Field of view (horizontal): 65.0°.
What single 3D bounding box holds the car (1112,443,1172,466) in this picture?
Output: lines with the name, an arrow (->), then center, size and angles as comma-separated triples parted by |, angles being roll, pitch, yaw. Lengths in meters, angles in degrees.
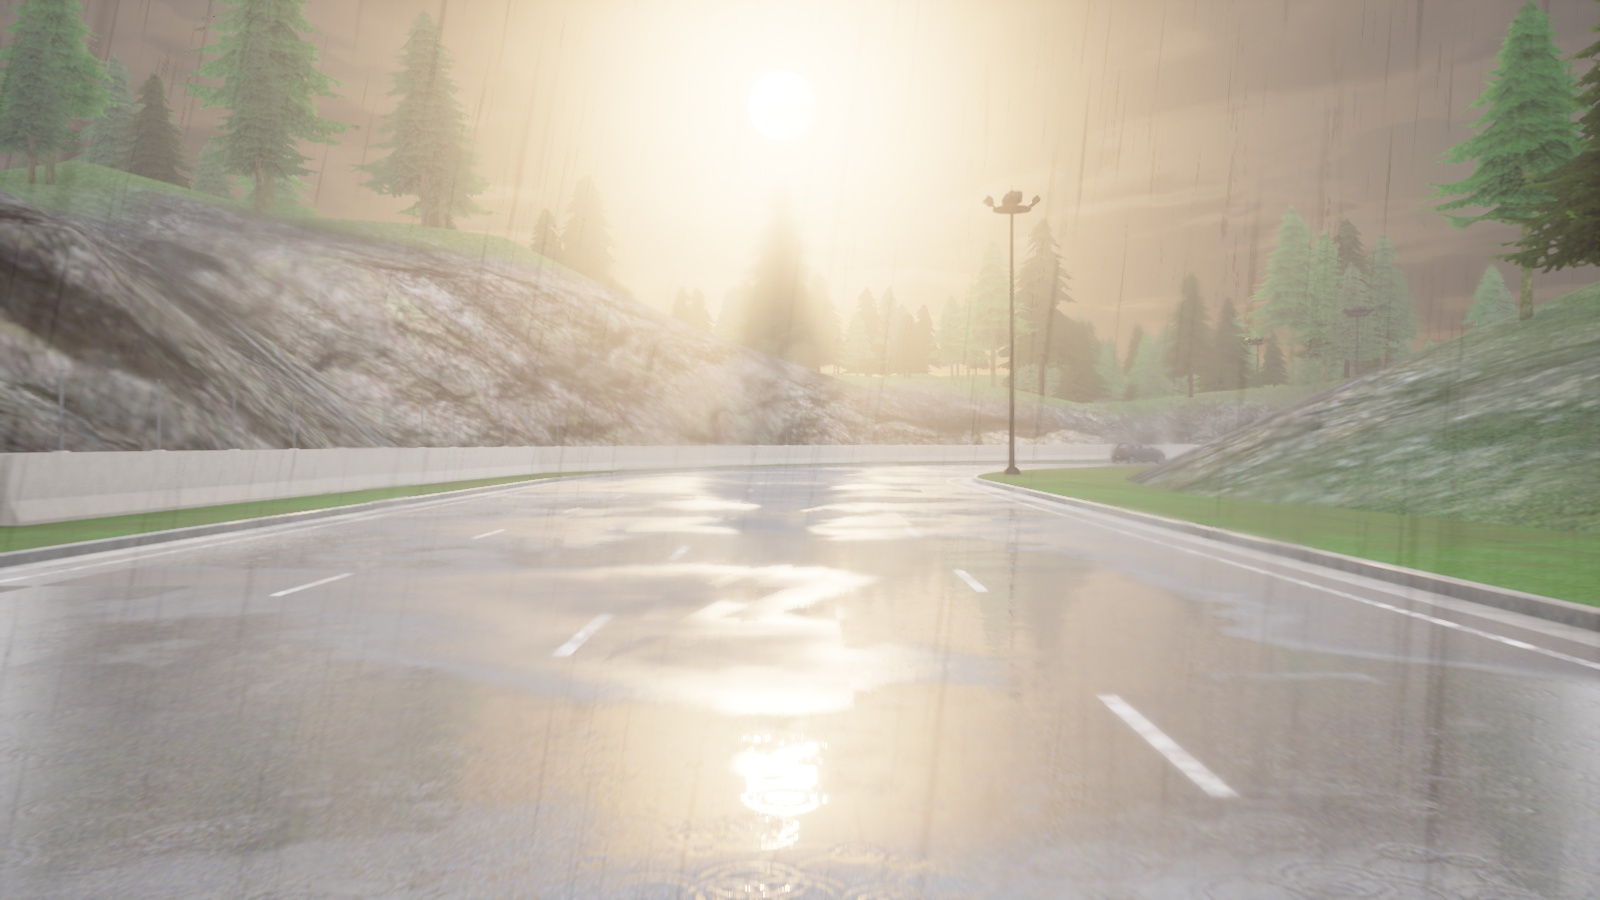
car -> 23.361, 0.298, 85.772 | 3.633, 1.501, 1.845 | 0, 0, -25
